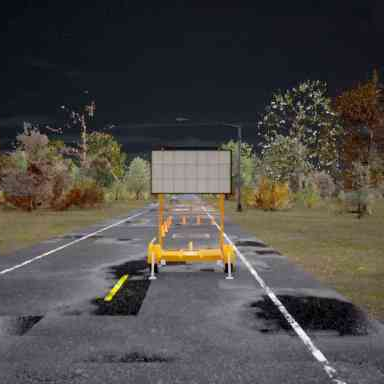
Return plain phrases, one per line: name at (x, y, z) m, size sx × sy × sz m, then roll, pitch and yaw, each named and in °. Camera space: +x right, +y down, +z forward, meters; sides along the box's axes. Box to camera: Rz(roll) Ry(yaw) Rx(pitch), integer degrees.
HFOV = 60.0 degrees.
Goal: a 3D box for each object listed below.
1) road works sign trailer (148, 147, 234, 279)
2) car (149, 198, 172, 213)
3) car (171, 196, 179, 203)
road works sign trailer at (-0.026, 0.464, 9.993) m, size 2.380 × 3.560 × 2.880 m, roll 0°, pitch 0°, yaw 0°
car at (-3.698, 1.601, 37.728) m, size 1.895 × 1.301 × 4.718 m, roll 0°, pitch 0°, yaw 0°
car at (-3.679, 1.531, 68.760) m, size 1.812 × 1.442 × 4.674 m, roll 0°, pitch 0°, yaw 0°
